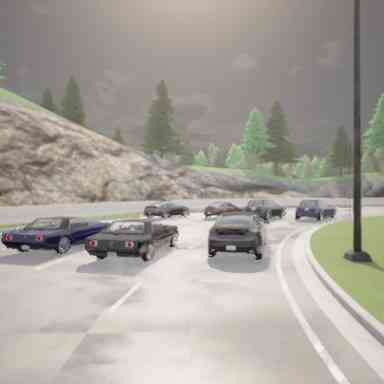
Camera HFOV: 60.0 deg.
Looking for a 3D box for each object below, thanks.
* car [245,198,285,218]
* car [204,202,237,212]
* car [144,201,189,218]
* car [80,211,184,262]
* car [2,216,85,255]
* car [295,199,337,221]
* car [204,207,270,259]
[{"bbox_3d":[6.231,1.408,28.327,2.097,1.767,4.553,0,0,38],"label":"car"},{"bbox_3d":[2.843,1.585,29.684,1.812,1.442,4.674,0,0,37],"label":"car"},{"bbox_3d":[-2.136,1.550,29.158,2.128,1.511,4.902,0,0,33],"label":"car"},{"bbox_3d":[-1.924,1.626,12.341,1.895,1.301,4.718,0,0,13],"label":"car"},{"bbox_3d":[-5.182,1.628,13.624,1.895,1.301,4.718,0,0,14],"label":"car"},{"bbox_3d":[10.461,1.407,27.933,2.097,1.767,4.553,0,0,41],"label":"car"},{"bbox_3d":[1.870,1.530,12.870,1.837,1.490,4.892,-1,0,15],"label":"car"}]
